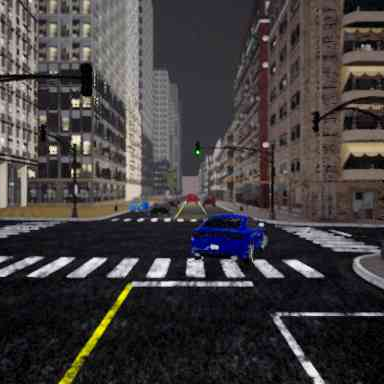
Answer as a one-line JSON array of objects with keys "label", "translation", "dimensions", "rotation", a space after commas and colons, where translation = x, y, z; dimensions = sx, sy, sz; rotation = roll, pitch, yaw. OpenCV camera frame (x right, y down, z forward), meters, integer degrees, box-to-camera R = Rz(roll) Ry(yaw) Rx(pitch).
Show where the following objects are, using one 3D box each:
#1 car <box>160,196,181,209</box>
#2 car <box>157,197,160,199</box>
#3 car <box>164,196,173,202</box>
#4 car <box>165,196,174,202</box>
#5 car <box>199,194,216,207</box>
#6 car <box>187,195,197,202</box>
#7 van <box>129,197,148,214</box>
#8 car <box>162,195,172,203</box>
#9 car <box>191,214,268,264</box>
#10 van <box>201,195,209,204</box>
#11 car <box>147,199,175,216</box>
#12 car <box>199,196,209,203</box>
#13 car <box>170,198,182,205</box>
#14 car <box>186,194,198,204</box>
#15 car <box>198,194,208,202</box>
[{"label": "car", "translation": [-3.077, 1.654, 47.620], "dimensions": [1.994, 1.385, 4.181], "rotation": [0, 0, 0]}, {"label": "car", "translation": [-5.687, 1.639, 58.208], "dimensions": [1.752, 1.417, 4.829], "rotation": [0, 0, 0]}, {"label": "car", "translation": [-5.686, 1.691, 80.411], "dimensions": [1.752, 1.417, 4.829], "rotation": [0, 0, 0]}, {"label": "car", "translation": [-5.685, 1.731, 86.133], "dimensions": [2.008, 1.369, 4.403], "rotation": [0, 0, 0]}, {"label": "car", "translation": [2.693, 1.417, 52.828], "dimensions": [2.192, 1.841, 5.009], "rotation": [0, 0, 0]}, {"label": "car", "translation": [0.008, 1.529, 75.675], "dimensions": [2.128, 1.511, 4.902], "rotation": [0, 0, 0]}, {"label": "van", "translation": [-5.688, 1.407, 36.175], "dimensions": [1.690, 1.788, 3.998], "rotation": [0, 0, 0]}, {"label": "car", "translation": [-5.686, 1.593, 75.030], "dimensions": [1.967, 1.590, 4.097], "rotation": [0, 0, 0]}, {"label": "car", "translation": [1.535, 1.549, 12.337], "dimensions": [1.882, 1.535, 5.008], "rotation": [0, -1, 20]}, {"label": "van", "translation": [2.694, 1.480, 69.481], "dimensions": [1.690, 1.788, 3.998], "rotation": [0, 0, 0]}, {"label": "car", "translation": [-3.092, 1.661, 33.701], "dimensions": [1.895, 1.301, 4.718], "rotation": [0, 0, 0]}, {"label": "car", "translation": [2.695, 1.704, 75.031], "dimensions": [2.008, 1.369, 4.403], "rotation": [0, 0, 0]}, {"label": "car", "translation": [-3.023, 1.724, 62.828], "dimensions": [1.895, 1.301, 4.718], "rotation": [0, 0, 1]}, {"label": "car", "translation": [0.008, 1.351, 65.284], "dimensions": [2.150, 2.045, 5.566], "rotation": [0, 0, 0]}, {"label": "car", "translation": [2.695, 1.482, 80.582], "dimensions": [2.192, 1.841, 5.009], "rotation": [0, 0, 0]}]
